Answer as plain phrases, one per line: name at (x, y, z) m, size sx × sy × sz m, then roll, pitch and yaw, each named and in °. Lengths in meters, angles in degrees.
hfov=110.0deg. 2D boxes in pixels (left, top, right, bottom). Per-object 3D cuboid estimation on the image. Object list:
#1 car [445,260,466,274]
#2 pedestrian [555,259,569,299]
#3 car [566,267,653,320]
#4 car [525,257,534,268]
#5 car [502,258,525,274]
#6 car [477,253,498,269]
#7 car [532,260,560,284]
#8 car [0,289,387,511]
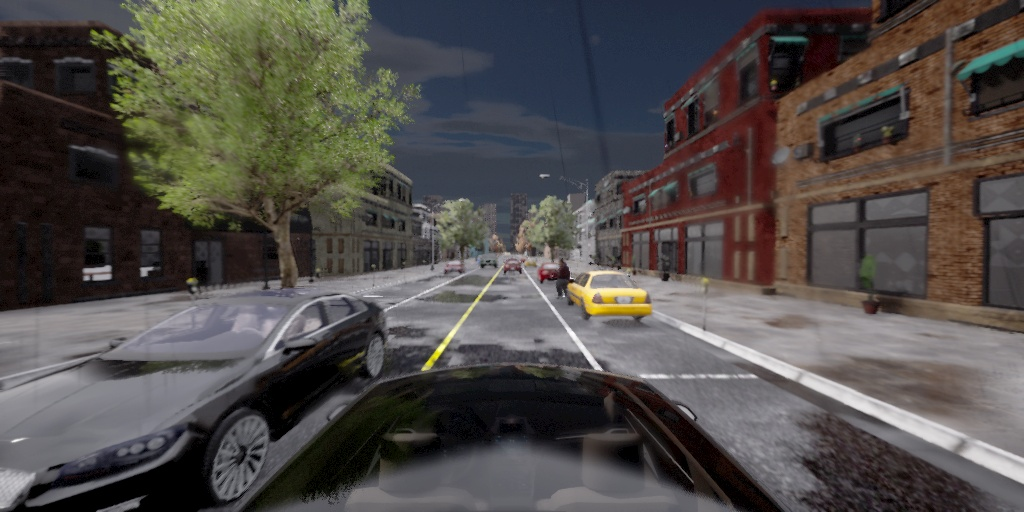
car at (-5.688, 1.101, 36.224) m, size 1.802 × 1.307 × 4.207 m, roll 0°, pitch 0°, yaw 0°
pedestrian at (2.129, 0.955, 15.121) m, size 0.375 × 1.860 × 0.375 m, roll -1°, pitch 1°, yaw -3°
car at (3.000, 1.136, 12.182) m, size 1.801 × 1.575 × 5.366 m, roll 0°, pitch 0°, yaw 0°
car at (2.693, 0.933, 53.027) m, size 1.751 × 1.417 × 4.829 m, roll 0°, pitch 0°, yaw 0°
car at (0.083, 1.040, 37.067) m, size 1.812 × 1.442 × 4.674 m, roll 0°, pitch 0°, yaw 0°
car at (-3.068, 0.661, 48.620) m, size 2.150 × 2.045 × 5.566 m, roll 0°, pitch 0°, yaw 1°
car at (2.693, 1.139, 25.137) m, size 1.888 × 1.381 × 4.507 m, roll 0°, pitch 0°, yaw 0°
car at (-3.100, 1.224, 4.409) m, size 2.128 × 1.511 × 4.902 m, roll 0°, pitch 0°, yaw 0°
